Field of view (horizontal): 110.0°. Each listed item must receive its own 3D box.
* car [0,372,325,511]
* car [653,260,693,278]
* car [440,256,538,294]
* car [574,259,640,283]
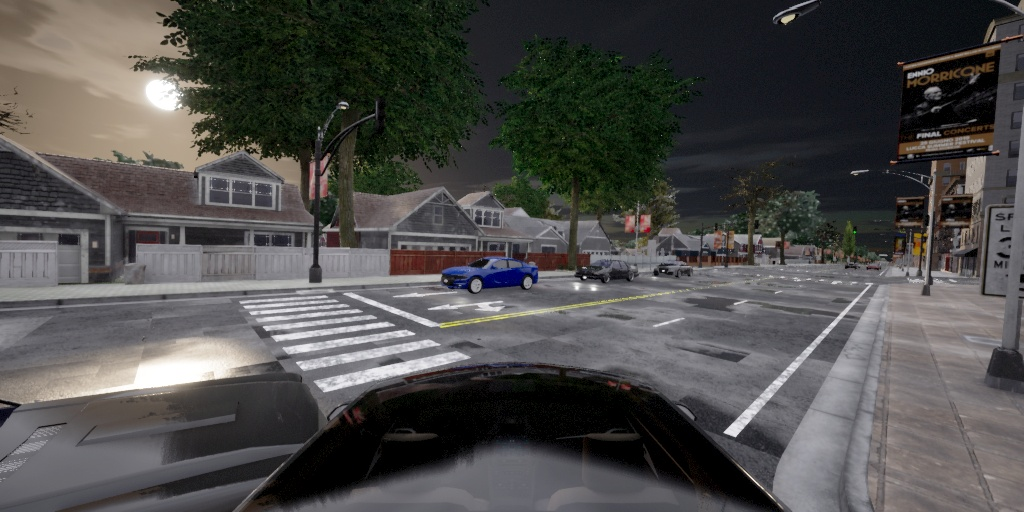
[{"bbox_3d":[-3.317,1.272,1.448,4.718,1.301,1.895,1,2,-33],"label":"car"},{"bbox_3d":[13.633,1.033,30.249,4.181,1.385,1.994,1,2,-44],"label":"car"},{"bbox_3d":[-0.915,0.780,16.602,5.008,1.535,1.882,1,2,-43],"label":"car"},{"bbox_3d":[6.343,0.931,23.425,5.357,1.411,2.033,1,2,-43],"label":"car"}]
